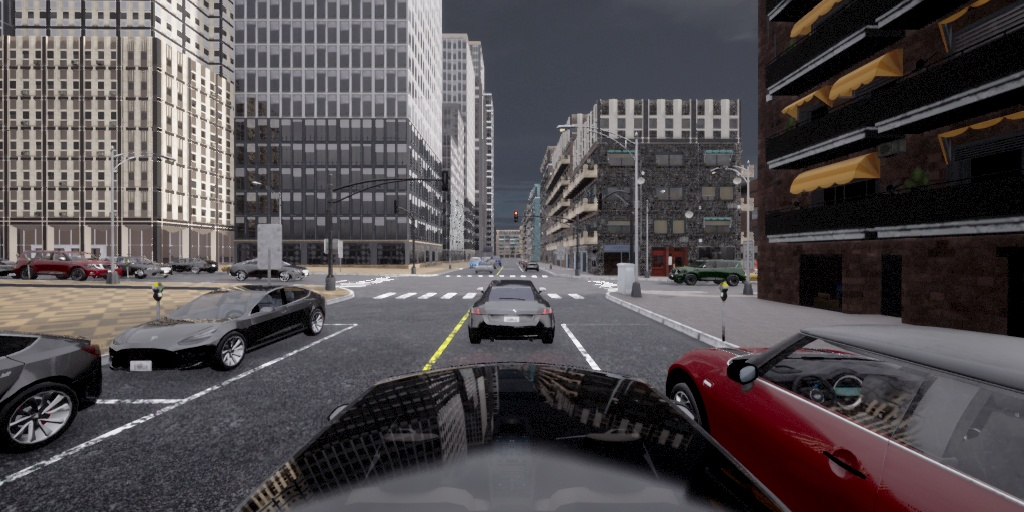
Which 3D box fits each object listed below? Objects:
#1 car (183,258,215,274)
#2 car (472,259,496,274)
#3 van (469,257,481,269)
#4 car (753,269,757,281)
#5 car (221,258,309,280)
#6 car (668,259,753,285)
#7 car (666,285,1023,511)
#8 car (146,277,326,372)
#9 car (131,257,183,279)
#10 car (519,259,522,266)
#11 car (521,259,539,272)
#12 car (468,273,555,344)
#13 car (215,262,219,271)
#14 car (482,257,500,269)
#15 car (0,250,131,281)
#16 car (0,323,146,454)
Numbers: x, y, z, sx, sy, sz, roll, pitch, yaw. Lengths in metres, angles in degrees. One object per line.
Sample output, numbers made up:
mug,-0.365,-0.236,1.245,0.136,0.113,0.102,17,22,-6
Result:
car,-27.561,0.816,30.575,4.313,1.339,1.948,0,0,-1
car,-3.202,1.353,41.929,1.895,1.301,4.718,0,0,0
van,-5.833,1.097,57.295,1.690,1.789,3.998,0,0,0
car,21.291,1.698,31.256,4.829,1.417,1.751,0,0,-1
car,-16.787,0.959,24.939,4.902,1.511,2.128,1,0,-1
car,15.514,1.290,28.581,5.566,2.045,2.150,1,0,-1
car,2.693,1.190,2.460,1.967,1.591,4.097,0,0,0
car,-5.702,1.315,7.684,1.948,1.339,4.313,0,0,0
car,-26.360,0.780,24.802,4.902,1.511,2.128,1,0,-1
car,2.548,1.301,57.318,1.888,1.381,4.507,0,0,0
car,2.575,1.319,47.351,1.948,1.339,4.313,0,0,0
car,-0.015,1.314,9.616,1.994,1.385,4.181,0,0,0
car,-22.117,0.880,30.739,4.829,1.417,1.751,0,0,-1
car,-3.225,1.261,53.958,1.837,1.490,4.892,0,0,0
car,-27.436,0.591,22.195,5.009,1.841,2.192,0,0,-1
car,-5.688,1.316,2.437,1.948,1.339,4.313,0,0,0
